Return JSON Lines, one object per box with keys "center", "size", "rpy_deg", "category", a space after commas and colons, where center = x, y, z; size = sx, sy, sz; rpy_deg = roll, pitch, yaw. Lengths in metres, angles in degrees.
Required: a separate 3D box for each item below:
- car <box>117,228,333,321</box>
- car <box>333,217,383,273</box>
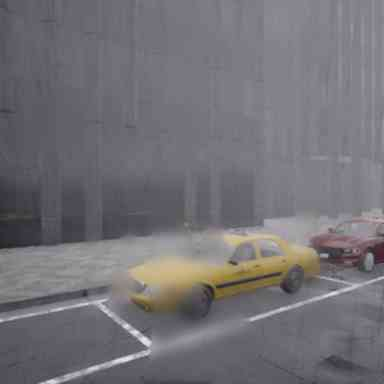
{"center": [0.826, 1.517, 7.242], "size": [4.829, 1.417, 1.752], "rpy_deg": [0, 0, -36], "category": "car"}
{"center": [5.551, 1.527, 10.616], "size": [4.507, 1.381, 1.887], "rpy_deg": [0, 0, -36], "category": "car"}
